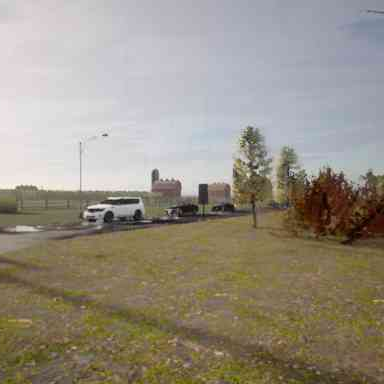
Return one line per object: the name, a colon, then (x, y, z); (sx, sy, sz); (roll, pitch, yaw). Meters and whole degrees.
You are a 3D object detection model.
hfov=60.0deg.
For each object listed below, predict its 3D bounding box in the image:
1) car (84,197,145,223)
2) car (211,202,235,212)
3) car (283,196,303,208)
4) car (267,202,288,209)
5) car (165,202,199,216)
car: (-6.390, 1.452, 28.174); (2.150, 2.045, 5.566); (-1, -1, 34)
car: (4.283, 1.985, 45.205); (1.994, 1.385, 4.181); (-1, -1, 32)
car: (18.765, 1.782, 61.649); (2.150, 2.045, 5.566); (-1, -1, 32)
car: (13.531, 1.964, 53.126); (1.837, 1.490, 4.892); (-1, -1, 32)
car: (-1.057, 1.816, 36.690); (2.128, 1.511, 4.902); (-1, -1, 32)
